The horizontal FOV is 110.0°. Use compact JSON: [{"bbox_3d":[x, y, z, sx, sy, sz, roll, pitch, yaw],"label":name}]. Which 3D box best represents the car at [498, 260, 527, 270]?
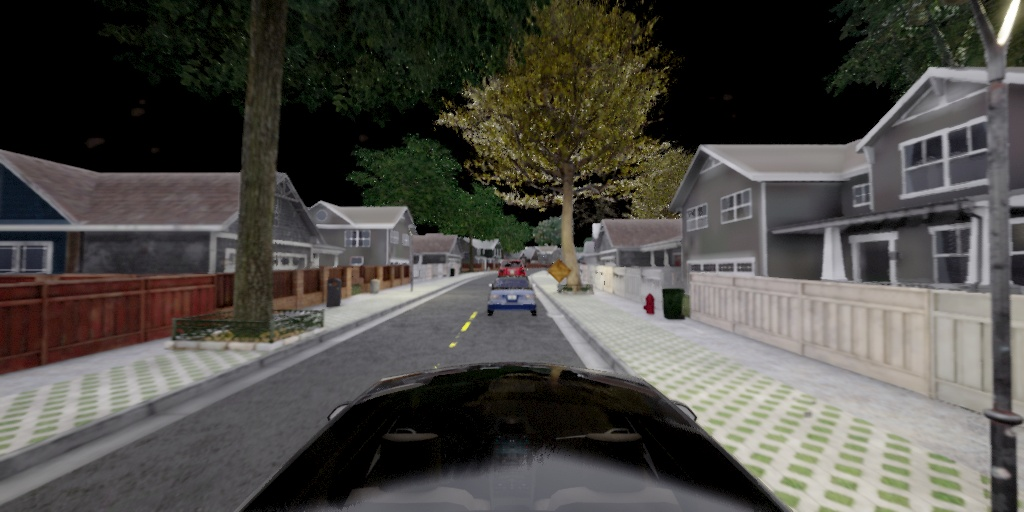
[{"bbox_3d":[0.023,1.324,29.456,2.150,2.045,5.566,0,-1,1],"label":"car"}]

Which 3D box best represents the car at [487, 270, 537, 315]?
[{"bbox_3d":[0.011,1.445,14.401,2.033,1.411,5.357,0,-1,0],"label":"car"}]

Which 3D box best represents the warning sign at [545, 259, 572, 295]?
[{"bbox_3d":[2.521,1.070,18.905,1.300,1.860,1.060,0,0,0],"label":"warning sign"}]
